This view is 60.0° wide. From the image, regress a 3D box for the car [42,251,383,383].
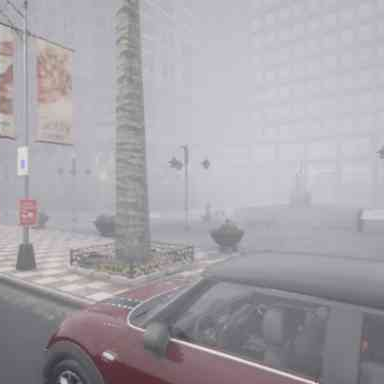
[{"bbox_3d":[0.669,1.351,2.950,4.553,1.767,2.185,0,0,36],"label":"car"}]
